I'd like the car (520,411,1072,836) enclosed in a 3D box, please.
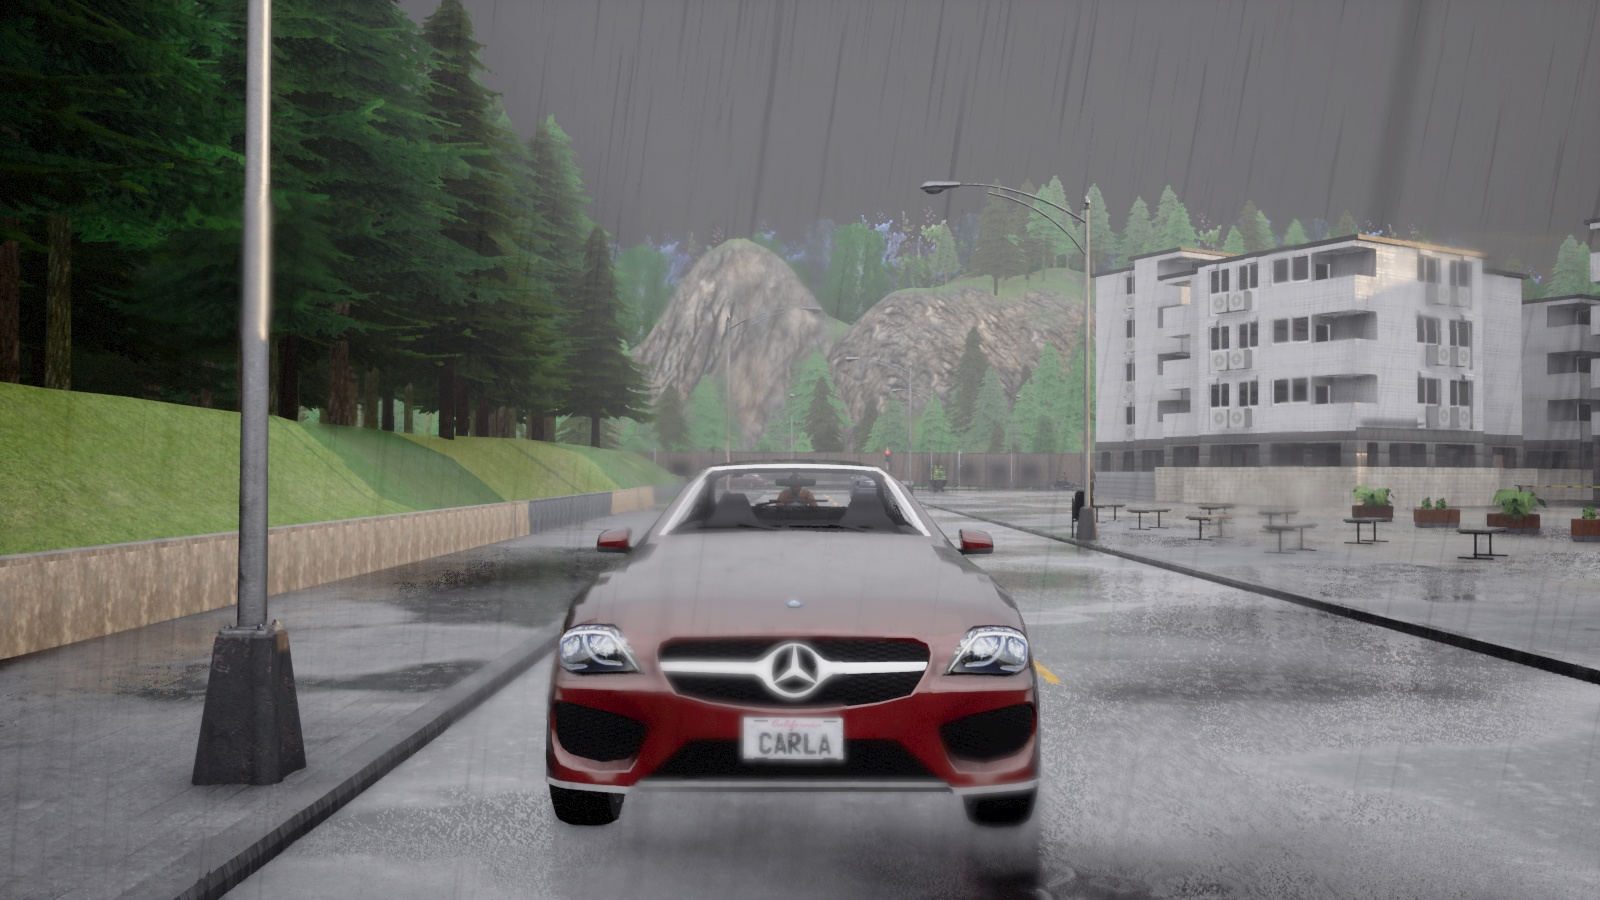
[{"bbox_3d":[-0.022,0.718,7.419,2.152,1.651,5.027,0,-1,0],"label":"car"}]
